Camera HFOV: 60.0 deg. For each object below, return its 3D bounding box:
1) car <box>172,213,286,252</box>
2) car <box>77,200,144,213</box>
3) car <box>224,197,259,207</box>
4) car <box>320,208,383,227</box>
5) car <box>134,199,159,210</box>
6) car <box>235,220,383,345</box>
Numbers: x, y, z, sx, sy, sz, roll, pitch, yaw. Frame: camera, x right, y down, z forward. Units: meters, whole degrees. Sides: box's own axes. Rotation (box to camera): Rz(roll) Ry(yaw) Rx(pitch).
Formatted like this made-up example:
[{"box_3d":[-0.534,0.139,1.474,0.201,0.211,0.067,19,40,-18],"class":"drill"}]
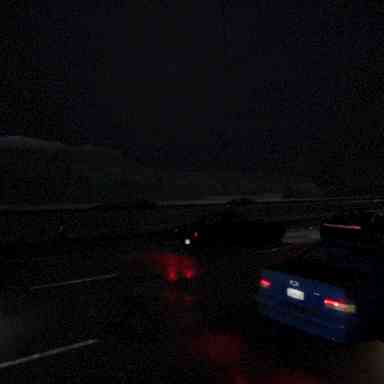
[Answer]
[{"box_3d":[1.648,1.510,13.436,4.718,1.301,1.895,-1,0,-35],"class":"car"},{"box_3d":[-5.593,1.470,21.427,4.181,1.385,1.994,-1,0,-35],"class":"car"},{"box_3d":[5.619,1.311,37.716,4.181,1.385,1.994,-1,0,-35],"class":"car"},{"box_3d":[6.948,1.372,12.874,4.902,1.511,2.128,-1,0,-35],"class":"car"},{"box_3d":[-5.523,1.392,34.282,4.181,1.385,1.994,-1,0,-35],"class":"car"},{"box_3d":[3.540,1.489,6.218,5.357,1.411,2.033,-1,0,-35],"class":"car"}]
